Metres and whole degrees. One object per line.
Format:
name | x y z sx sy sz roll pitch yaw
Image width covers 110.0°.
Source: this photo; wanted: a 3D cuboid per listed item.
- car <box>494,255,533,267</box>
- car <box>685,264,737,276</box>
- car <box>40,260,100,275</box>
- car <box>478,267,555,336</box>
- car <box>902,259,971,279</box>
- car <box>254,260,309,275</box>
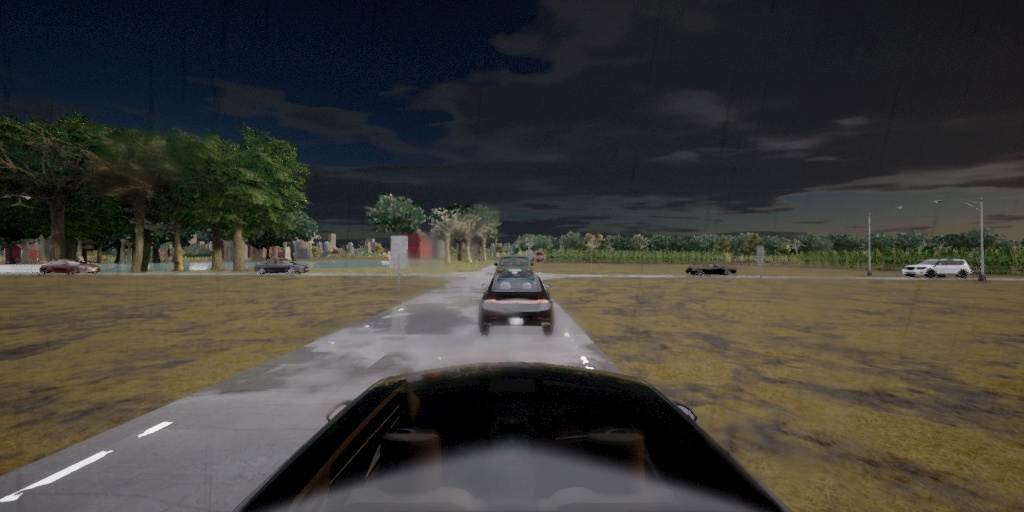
car | 0.107 0.973 21.416 2.150 2.045 5.566 0 0 -1
car | 21.309 1.513 38.560 4.718 1.301 1.895 0 -1 0
car | -44.096 1.125 35.780 4.674 1.442 1.812 0 -1 0
car | 0.119 1.243 10.384 2.128 1.511 4.902 0 0 0
car | 45.478 1.351 38.447 5.566 2.045 2.150 1 -1 1
car | -22.856 1.127 35.699 4.892 1.490 1.837 0 -1 0
